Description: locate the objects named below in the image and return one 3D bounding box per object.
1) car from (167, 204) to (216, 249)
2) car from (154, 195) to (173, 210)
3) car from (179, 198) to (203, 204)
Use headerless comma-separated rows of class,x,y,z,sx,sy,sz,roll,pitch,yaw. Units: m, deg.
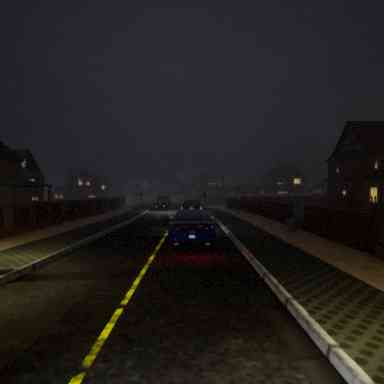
car,0.001,1.489,14.653,1.882,1.535,5.008,0,0,0
car,-3.828,1.394,44.449,2.150,2.045,5.566,0,0,-6
car,-0.090,1.392,29.666,2.097,1.767,4.553,0,0,-2
